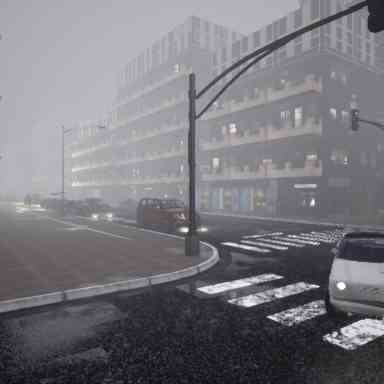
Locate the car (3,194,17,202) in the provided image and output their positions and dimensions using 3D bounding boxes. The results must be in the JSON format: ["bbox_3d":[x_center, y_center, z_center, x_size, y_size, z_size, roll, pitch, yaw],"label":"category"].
[{"bbox_3d":[-38.029,1.412,70.181,1.802,1.307,4.206,0,0,-36],"label":"car"}]

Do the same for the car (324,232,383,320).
[{"bbox_3d":[3.991,1.602,6.997,1.895,1.301,4.718,0,0,26],"label":"car"}]

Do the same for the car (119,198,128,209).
[{"bbox_3d":[-8.023,1.465,42.941,1.802,1.307,4.206,0,0,-36],"label":"car"}]

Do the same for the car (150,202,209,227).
[{"bbox_3d":[-1.010,1.465,23.329,1.812,1.442,4.674,0,0,-36],"label":"car"}]

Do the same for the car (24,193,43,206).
[{"bbox_3d":[-24.764,1.162,51.811,2.192,1.841,5.009,0,0,-36],"label":"car"}]

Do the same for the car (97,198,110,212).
[{"bbox_3d":[-10.662,1.372,36.714,1.882,1.535,5.008,0,1,-36],"label":"car"}]

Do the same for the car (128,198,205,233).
[{"bbox_3d":[-1.552,1.264,19.663,2.192,1.841,5.009,0,0,-36],"label":"car"}]

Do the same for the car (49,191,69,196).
[{"bbox_3d":[-19.826,0.886,49.564,2.150,2.045,5.566,0,0,-36],"label":"car"}]

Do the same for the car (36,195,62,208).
[{"bbox_3d":[-18.134,1.436,42.628,1.947,1.339,4.313,0,0,-36],"label":"car"}]

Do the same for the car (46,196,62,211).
[{"bbox_3d":[-14.817,1.451,38.034,1.947,1.339,4.313,0,0,-36],"label":"car"}]

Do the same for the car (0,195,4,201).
[{"bbox_3d":[-41.345,1.269,74.773,1.967,1.590,4.097,0,0,-36],"label":"car"}]

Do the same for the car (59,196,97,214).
[{"bbox_3d":[-11.501,1.444,33.441,1.887,1.381,4.507,0,0,-36],"label":"car"}]
